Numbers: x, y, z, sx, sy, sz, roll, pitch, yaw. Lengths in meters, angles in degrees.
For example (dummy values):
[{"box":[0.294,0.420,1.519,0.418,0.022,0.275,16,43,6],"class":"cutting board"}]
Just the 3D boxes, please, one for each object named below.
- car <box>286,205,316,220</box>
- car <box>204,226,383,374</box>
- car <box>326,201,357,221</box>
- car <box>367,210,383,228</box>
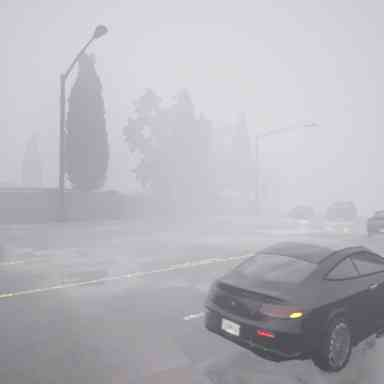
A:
[{"box":[11.743,2.161,35.410,1.812,1.442,4.674,0,-2,37],"class":"car"},{"box":[2.278,1.541,5.638,4.674,1.442,1.812,0,0,-39],"class":"car"},{"box":[15.850,1.933,35.031,2.150,2.045,5.566,0,-2,36],"class":"car"},{"box":[11.180,1.752,18.323,2.128,1.511,4.902,0,-1,44],"class":"car"}]
